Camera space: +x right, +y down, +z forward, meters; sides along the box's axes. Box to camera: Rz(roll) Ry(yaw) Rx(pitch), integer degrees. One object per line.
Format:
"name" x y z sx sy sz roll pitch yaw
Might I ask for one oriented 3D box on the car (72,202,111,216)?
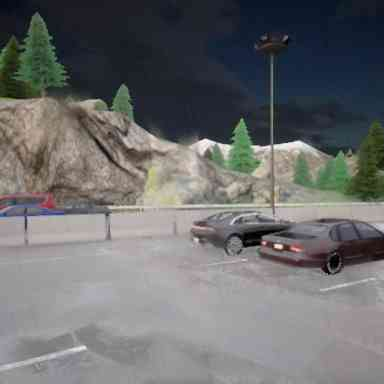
"car" -9.329 1.520 26.738 5.357 1.411 2.033 0 0 -31

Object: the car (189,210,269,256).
"car" 2.232 1.474 12.966 4.902 1.511 2.128 0 0 -30

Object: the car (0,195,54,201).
"car" -11.532 1.202 21.262 5.566 2.045 2.150 0 0 -32

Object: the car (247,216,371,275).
"car" 4.542 1.532 10.311 5.357 1.411 2.033 0 0 -29

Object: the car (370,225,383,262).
"car" 6.507 1.478 7.353 4.902 1.511 2.128 0 0 -29

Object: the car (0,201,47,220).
"car" -14.639 1.500 27.534 4.674 1.442 1.812 0 0 -32

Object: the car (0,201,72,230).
"car" -9.564 1.460 18.337 5.008 1.535 1.882 0 0 -32
